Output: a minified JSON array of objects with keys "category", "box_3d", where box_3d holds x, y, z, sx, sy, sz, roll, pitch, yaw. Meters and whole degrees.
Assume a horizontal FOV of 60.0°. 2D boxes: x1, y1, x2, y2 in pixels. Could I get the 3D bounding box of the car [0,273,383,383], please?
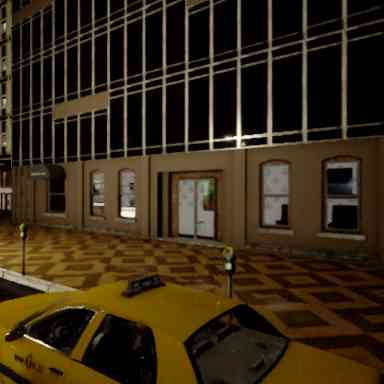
[{"category":"car","box_3d":[-0.684,1.510,3.366,4.829,1.417,1.752,0,0,36]}]
